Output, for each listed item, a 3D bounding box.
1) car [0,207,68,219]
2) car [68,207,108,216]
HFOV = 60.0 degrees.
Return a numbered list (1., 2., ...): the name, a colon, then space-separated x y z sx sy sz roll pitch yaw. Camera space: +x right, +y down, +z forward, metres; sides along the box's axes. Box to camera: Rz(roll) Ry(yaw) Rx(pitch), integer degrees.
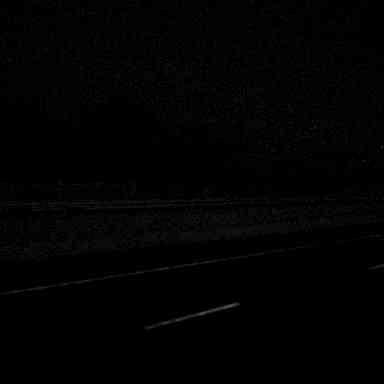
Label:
1. car: -8.573 1.477 15.069 5.008 1.535 1.882 0 0 -35
2. car: -7.594 1.599 20.061 4.718 1.301 1.895 0 0 -35
